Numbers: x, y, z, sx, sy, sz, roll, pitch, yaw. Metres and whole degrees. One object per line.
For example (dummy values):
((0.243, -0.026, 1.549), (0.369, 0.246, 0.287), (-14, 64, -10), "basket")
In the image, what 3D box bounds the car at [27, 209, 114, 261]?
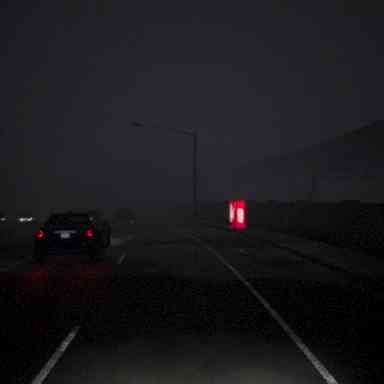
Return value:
((-4.491, 1.510, 13.146), (2.097, 1.767, 4.553), (0, -1, -7), "car")

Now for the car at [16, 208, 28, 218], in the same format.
((-26.761, 3.360, 52.929), (2.128, 1.511, 4.902), (1, -3, -36), "car")

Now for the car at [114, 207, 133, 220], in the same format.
((-8.711, 2.688, 41.915), (2.128, 1.511, 4.902), (0, -3, -22), "car")

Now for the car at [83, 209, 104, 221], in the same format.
((-12.316, 2.779, 41.422), (1.994, 1.385, 4.181), (0, -3, -23), "car")

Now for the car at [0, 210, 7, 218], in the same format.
((-30.556, 3.459, 52.307), (2.033, 1.411, 5.357), (1, -3, -38), "car")

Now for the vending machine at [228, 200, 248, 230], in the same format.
((3.269, 1.596, 23.692), (1.100, 2.100, 0.880), (1, -1, -12), "vending machine")
